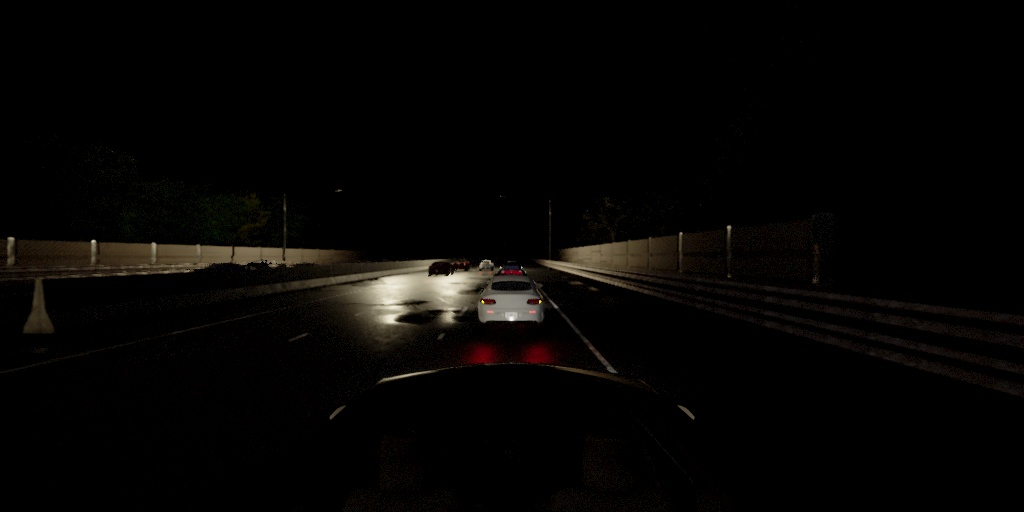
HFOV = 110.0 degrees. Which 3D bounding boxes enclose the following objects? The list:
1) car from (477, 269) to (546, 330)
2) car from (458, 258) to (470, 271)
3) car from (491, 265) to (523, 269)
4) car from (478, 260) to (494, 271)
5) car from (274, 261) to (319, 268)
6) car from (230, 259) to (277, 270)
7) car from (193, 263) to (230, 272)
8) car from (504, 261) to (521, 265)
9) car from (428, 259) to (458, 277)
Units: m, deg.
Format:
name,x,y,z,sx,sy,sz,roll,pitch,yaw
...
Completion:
name,x,y,z,sx,sy,sz,roll,pitch,yaw
car,-0.015,1.281,11.051,1.812,1.442,4.674,0,0,0
car,-6.981,1.127,49.097,2.097,1.767,4.553,0,0,0
car,-0.032,1.362,20.353,1.895,1.301,4.718,0,0,0
car,-3.483,1.301,49.366,1.812,1.442,4.674,0,0,0
car,-17.547,1.335,30.398,1.812,1.442,4.674,0,0,0
car,-21.047,0.935,30.382,1.994,1.385,4.181,0,0,0
car,-24.548,1.297,30.386,1.812,1.442,4.674,0,0,0
car,-0.044,1.330,28.855,1.994,1.385,4.181,0,0,-1
car,-6.957,1.247,35.665,1.882,1.535,5.008,0,0,0
